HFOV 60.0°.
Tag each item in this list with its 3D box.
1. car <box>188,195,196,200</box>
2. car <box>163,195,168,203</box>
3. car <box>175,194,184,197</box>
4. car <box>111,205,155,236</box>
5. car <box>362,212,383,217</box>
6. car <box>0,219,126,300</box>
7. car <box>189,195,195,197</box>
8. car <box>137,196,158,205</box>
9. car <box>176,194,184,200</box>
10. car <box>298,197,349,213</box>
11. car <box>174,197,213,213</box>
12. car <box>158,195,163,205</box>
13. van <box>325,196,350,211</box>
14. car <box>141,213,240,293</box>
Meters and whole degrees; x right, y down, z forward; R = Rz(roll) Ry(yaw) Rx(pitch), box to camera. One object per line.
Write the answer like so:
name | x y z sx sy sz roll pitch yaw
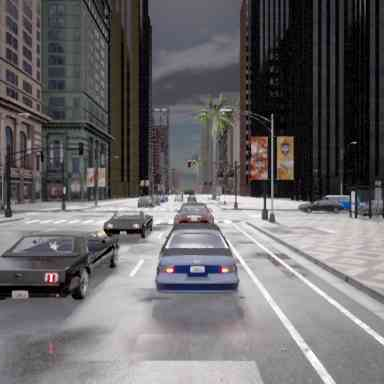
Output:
car | -0.024 1.523 91.476 2.033 1.411 5.357 0 0 0
car | -6.530 1.464 67.548 1.882 1.535 5.008 0 0 0
car | -3.271 1.501 80.402 1.812 1.442 4.674 0 0 0
car | -3.159 1.596 17.503 1.895 1.301 4.718 0 0 0
car | 17.064 1.541 29.613 4.403 1.369 2.008 0 0 0
car | -3.151 1.598 8.335 1.895 1.301 4.718 0 0 0
car | 0.000 1.510 73.538 1.812 1.442 4.674 0 0 0
car | -6.604 1.341 48.264 2.097 1.767 4.553 0 0 0
car | -3.274 1.293 90.405 1.882 1.535 5.008 0 0 0
car | 13.729 1.500 35.471 4.674 1.442 1.812 0 0 2
car | 0.115 1.347 18.406 2.097 1.767 4.553 0 0 0
car | -6.592 1.492 58.041 1.837 1.490 4.892 0 0 0
van | 17.057 1.305 38.137 3.998 1.788 1.690 0 0 0
car | 0.100 1.545 8.963 2.033 1.411 5.357 0 0 0
